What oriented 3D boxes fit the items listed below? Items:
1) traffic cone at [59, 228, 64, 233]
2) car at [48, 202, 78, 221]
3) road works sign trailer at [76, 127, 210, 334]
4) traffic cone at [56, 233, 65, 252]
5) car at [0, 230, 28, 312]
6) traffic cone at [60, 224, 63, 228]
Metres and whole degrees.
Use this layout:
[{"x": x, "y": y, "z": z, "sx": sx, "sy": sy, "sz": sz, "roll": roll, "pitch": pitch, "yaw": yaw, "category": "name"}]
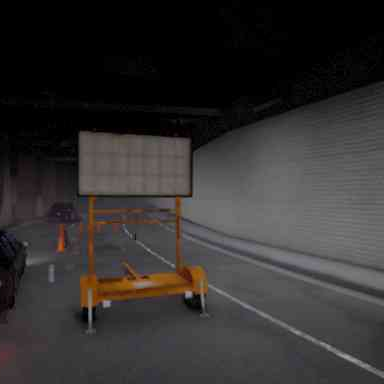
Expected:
[{"x": -5.865, "y": 2.026, "z": 14.880, "sx": 0.340, "sy": 0.580, "sz": 0.340, "roll": 0, "pitch": 0, "yaw": -21, "category": "traffic cone"}, {"x": -11.126, "y": 1.612, "z": 28.862, "sx": 1.882, "sy": 1.535, "sz": 5.008, "roll": 0, "pitch": 0, "yaw": -12, "category": "car"}, {"x": -1.203, "y": 0.503, "z": 7.045, "sx": 2.380, "sy": 3.560, "sz": 2.880, "roll": 0, "pitch": 0, "yaw": -21, "category": "road works sign trailer"}, {"x": -5.137, "y": 2.017, "z": 13.017, "sx": 0.340, "sy": 0.580, "sz": 0.340, "roll": 0, "pitch": 0, "yaw": -21, "category": "traffic cone"}, {"x": -4.861, "y": 1.579, "z": 7.468, "sx": 2.033, "sy": 1.411, "sz": 5.357, "roll": 0, "pitch": 0, "yaw": -24, "category": "car"}, {"x": -6.592, "y": 2.034, "z": 16.744, "sx": 0.340, "sy": 0.580, "sz": 0.340, "roll": 0, "pitch": 0, "yaw": -21, "category": "traffic cone"}]
